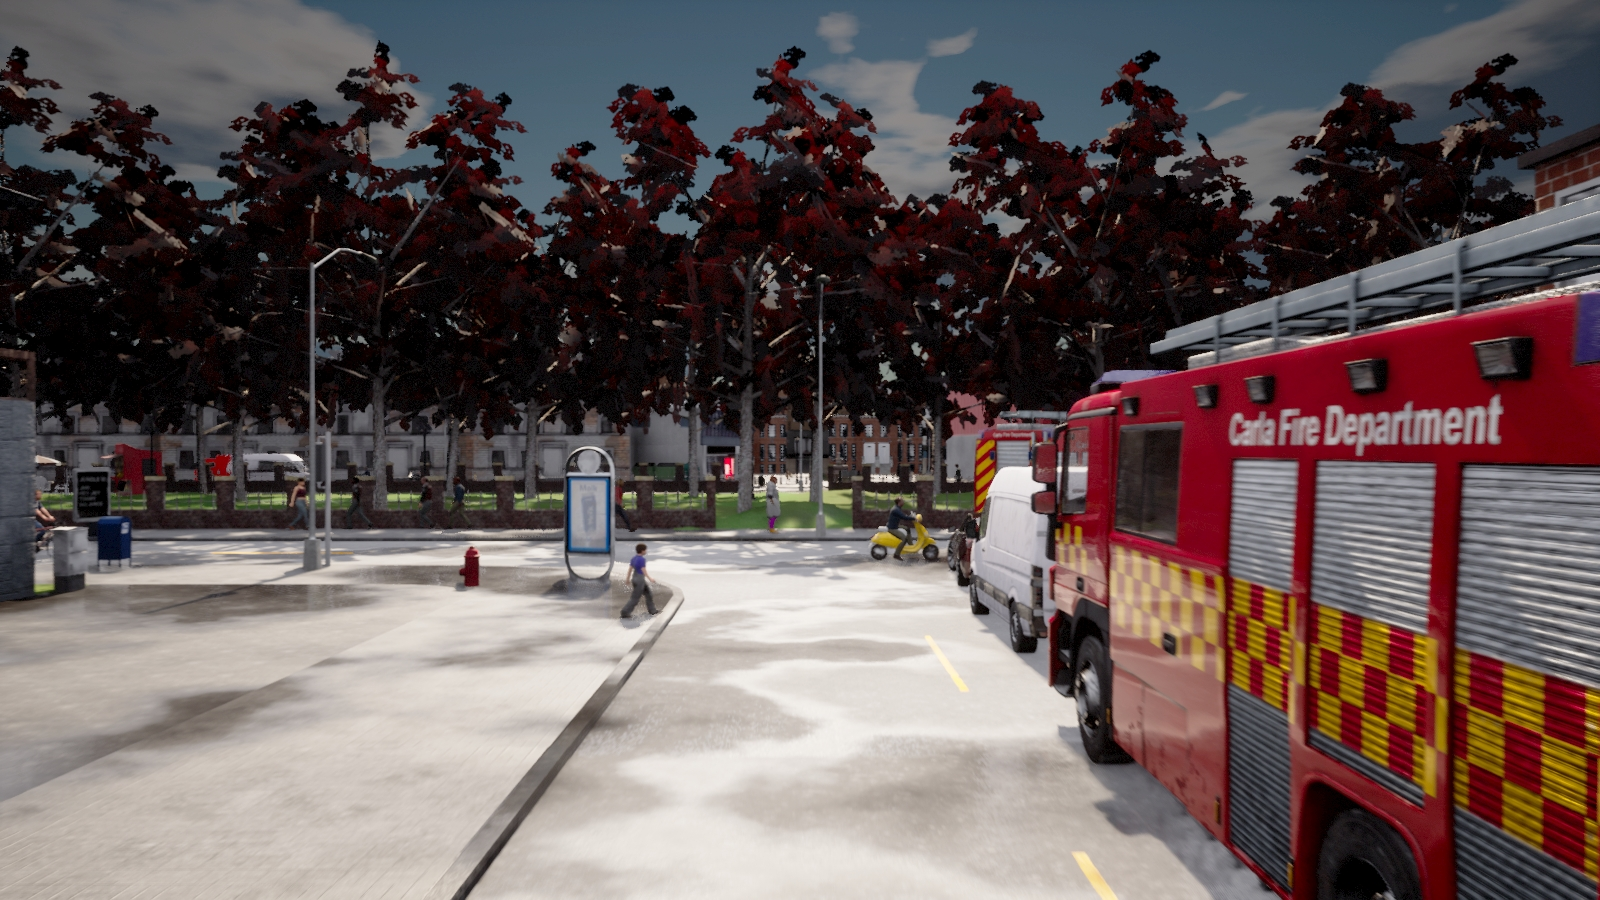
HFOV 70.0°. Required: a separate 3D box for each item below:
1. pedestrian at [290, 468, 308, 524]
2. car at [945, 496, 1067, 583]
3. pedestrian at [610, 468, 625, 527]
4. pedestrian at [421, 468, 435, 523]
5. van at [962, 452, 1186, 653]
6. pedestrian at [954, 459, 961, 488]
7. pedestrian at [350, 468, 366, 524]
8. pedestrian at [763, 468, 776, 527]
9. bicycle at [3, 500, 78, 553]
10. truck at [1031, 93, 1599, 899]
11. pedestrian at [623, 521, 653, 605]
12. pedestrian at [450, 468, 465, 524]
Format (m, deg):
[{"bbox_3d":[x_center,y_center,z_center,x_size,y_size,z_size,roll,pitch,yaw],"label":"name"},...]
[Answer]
[{"bbox_3d":[-16.602,1.525,37.872,0.375,1.860,0.375,0,0,12],"label":"pedestrian"},{"bbox_3d":[4.317,1.843,24.719,2.163,1.488,4.792,0,0,5],"label":"car"},{"bbox_3d":[-5.879,1.523,36.798,0.375,1.860,0.375,0,0,5],"label":"pedestrian"},{"bbox_3d":[-12.484,1.524,38.341,0.375,1.860,0.375,0,0,1],"label":"pedestrian"},{"bbox_3d":[3.932,1.314,17.597,1.988,2.561,5.915,0,0,0],"label":"van"},{"bbox_3d":[10.149,1.526,73.534,0.375,1.860,0.375,0,0,0],"label":"pedestrian"},{"bbox_3d":[-14.828,1.525,38.334,0.375,1.860,0.375,0,0,0],"label":"pedestrian"},{"bbox_3d":[-0.975,1.523,36.681,0.375,1.860,0.375,0,0,-9],"label":"pedestrian"},{"bbox_3d":[-19.242,1.936,28.943,1.643,1.296,0.373,0,0,0],"label":"bicycle"},{"bbox_3d":[3.964,0.671,8.199,2.891,3.827,8.468,0,0,0],"label":"truck"},{"bbox_3d":[-2.606,1.804,18.372,0.375,1.300,0.375,0,0,-29],"label":"pedestrian"},{"bbox_3d":[-11.496,1.525,38.345,0.375,1.860,0.375,0,0,0],"label":"pedestrian"}]
